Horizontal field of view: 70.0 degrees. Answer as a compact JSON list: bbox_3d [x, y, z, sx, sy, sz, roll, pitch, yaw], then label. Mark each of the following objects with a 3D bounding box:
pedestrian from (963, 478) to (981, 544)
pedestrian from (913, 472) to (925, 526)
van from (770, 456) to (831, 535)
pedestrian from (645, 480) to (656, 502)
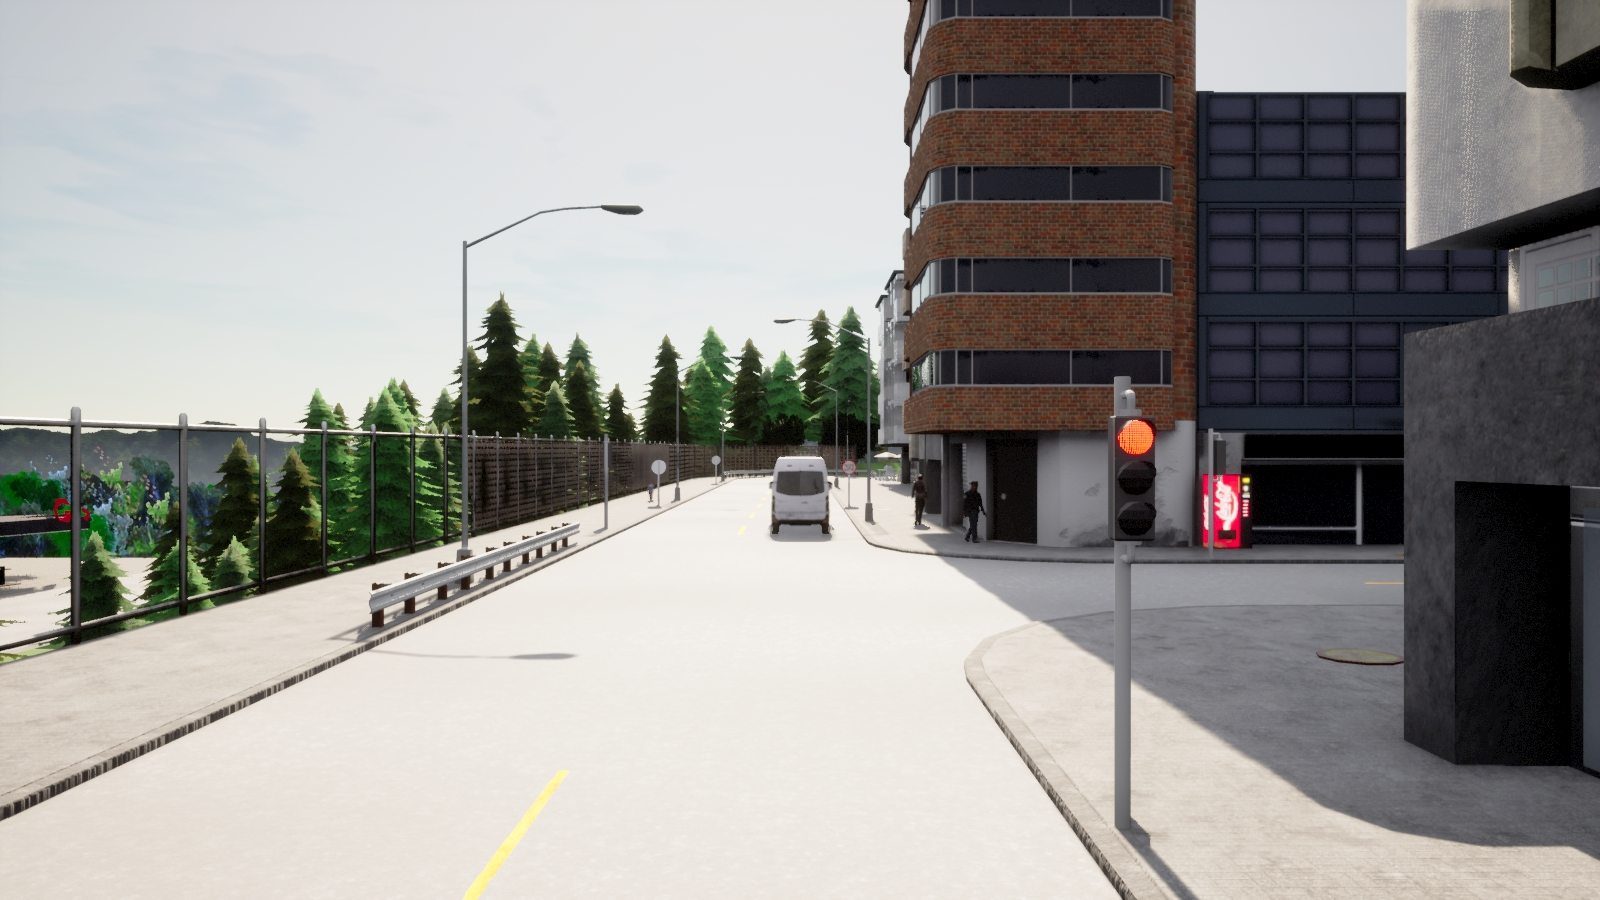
[{"bbox_3d":[4.914,1.724,32.642,0.375,1.860,0.375,0,0,-24],"label":"pedestrian"},{"bbox_3d":[4.167,1.720,40.082,0.375,1.860,0.375,0,0,15],"label":"pedestrian"},{"bbox_3d":[0.010,1.518,40.463,1.988,2.561,5.915,0,0,0],"label":"van"},{"bbox_3d":[-7.644,2.102,58.567,0.500,1.100,0.500,0,0,1],"label":"pedestrian"}]
